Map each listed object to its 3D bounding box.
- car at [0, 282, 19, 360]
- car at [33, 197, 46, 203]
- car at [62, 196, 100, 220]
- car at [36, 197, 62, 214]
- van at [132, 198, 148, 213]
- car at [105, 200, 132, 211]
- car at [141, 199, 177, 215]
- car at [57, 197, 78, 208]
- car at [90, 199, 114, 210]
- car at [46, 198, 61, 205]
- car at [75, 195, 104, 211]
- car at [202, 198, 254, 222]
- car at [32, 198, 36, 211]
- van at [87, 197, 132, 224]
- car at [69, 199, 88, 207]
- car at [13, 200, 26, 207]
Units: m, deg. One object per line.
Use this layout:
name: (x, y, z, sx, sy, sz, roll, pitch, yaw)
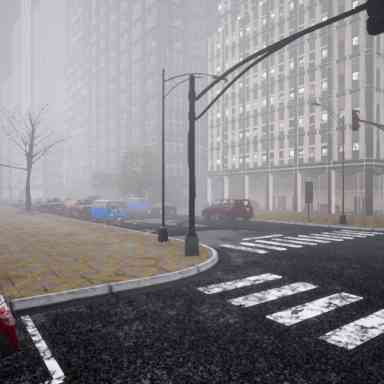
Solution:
car: (-4.240, 1.440, 3.532, 4.097, 1.590, 1.967, 0, 0, -36)
car: (-39.084, 2.063, 85.088, 1.882, 1.535, 5.008, 0, 0, -36)
car: (-10.027, 1.510, 31.014, 2.192, 1.841, 5.009, 0, 0, -36)
car: (-16.788, 1.584, 40.187, 2.192, 1.841, 5.009, 0, 0, -36)
van: (-6.658, 1.586, 40.568, 1.690, 1.788, 3.998, 0, 0, -36)
car: (-10.037, 1.847, 45.154, 1.947, 1.339, 4.313, 0, 0, -36)
car: (-3.276, 1.758, 35.981, 2.008, 1.369, 4.403, 0, 0, -36)
car: (-20.780, 1.721, 55.202, 2.097, 1.767, 4.553, 0, 0, -36)
car: (-13.519, 1.844, 49.878, 1.752, 1.417, 4.829, 0, 0, -36)
car: (-30.322, 2.061, 72.673, 1.947, 1.339, 4.313, 0, 0, -36)
car: (-14.473, 1.524, 46.717, 2.150, 2.045, 5.566, 0, 0, -36)
car: (2.900, 1.454, 27.602, 2.192, 1.841, 5.009, 0, 0, -36)
car: (-20.168, 1.745, 44.773, 1.967, 1.590, 4.097, 0, 0, -36)
van: (-6.646, 1.499, 26.428, 1.690, 1.788, 3.998, 0, 0, -36)
car: (-20.179, 1.940, 58.913, 2.008, 1.369, 4.403, 0, 0, -36)
car: (-30.309, 1.994, 58.532, 1.802, 1.307, 4.206, 0, 0, -36)
